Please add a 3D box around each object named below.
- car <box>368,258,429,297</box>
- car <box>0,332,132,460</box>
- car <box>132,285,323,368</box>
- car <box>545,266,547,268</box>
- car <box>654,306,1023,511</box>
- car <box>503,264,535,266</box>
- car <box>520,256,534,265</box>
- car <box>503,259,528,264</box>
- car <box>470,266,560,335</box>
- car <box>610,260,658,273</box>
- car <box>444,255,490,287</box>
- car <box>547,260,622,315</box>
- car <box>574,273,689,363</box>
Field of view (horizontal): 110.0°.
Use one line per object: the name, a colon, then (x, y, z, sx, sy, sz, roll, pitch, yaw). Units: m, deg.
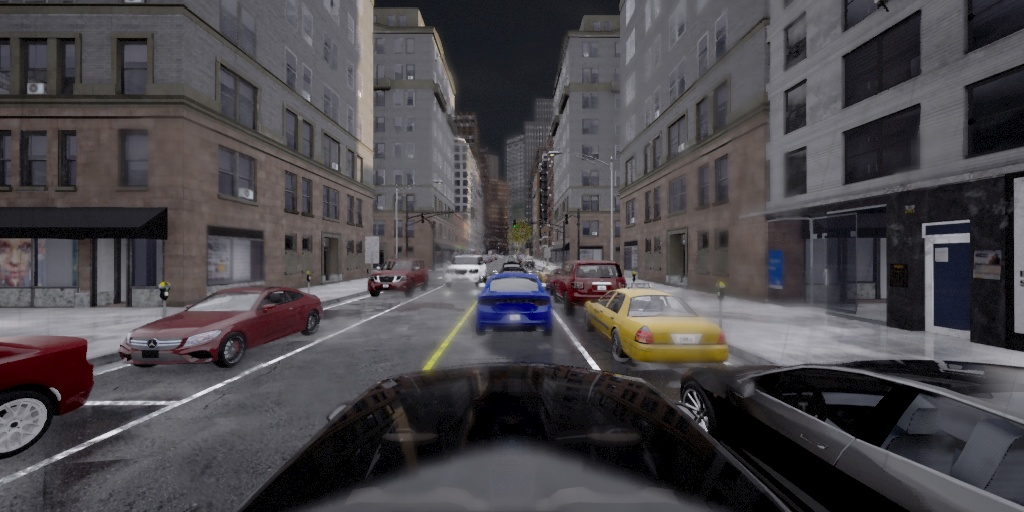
car: (-5.788, 1.046, 18.922, 2.192, 1.841, 5.009, 0, 0, 0)
car: (-5.763, 1.296, 2.264, 1.888, 1.381, 4.507, 0, 0, 0)
car: (-5.771, 1.329, 7.816, 1.802, 1.307, 4.207, 0, 0, 0)
car: (2.737, 1.313, 18.928, 1.802, 1.307, 4.207, 0, 0, 0)
car: (2.762, 1.316, 2.270, 1.948, 1.339, 4.313, 0, 0, 0)
car: (0.070, 1.297, 18.002, 1.994, 1.385, 4.181, 0, 0, 0)
car: (2.682, 1.132, 56.588, 2.007, 1.370, 4.403, 0, 0, 0)
car: (0.010, 1.216, 26.943, 1.837, 1.490, 4.892, 0, 0, 0)
car: (0.036, 1.222, 10.482, 1.882, 1.535, 5.008, 0, 0, -1)
car: (13.426, 1.165, 39.684, 4.674, 1.442, 1.812, 0, 0, -1)
car: (-3.002, 0.940, 24.251, 2.150, 2.045, 5.566, 0, 0, 2)
car: (2.746, 1.055, 13.376, 2.192, 1.841, 5.009, 0, 0, 0)
car: (2.754, 1.272, 7.992, 1.751, 1.417, 4.829, 0, 0, 0)
